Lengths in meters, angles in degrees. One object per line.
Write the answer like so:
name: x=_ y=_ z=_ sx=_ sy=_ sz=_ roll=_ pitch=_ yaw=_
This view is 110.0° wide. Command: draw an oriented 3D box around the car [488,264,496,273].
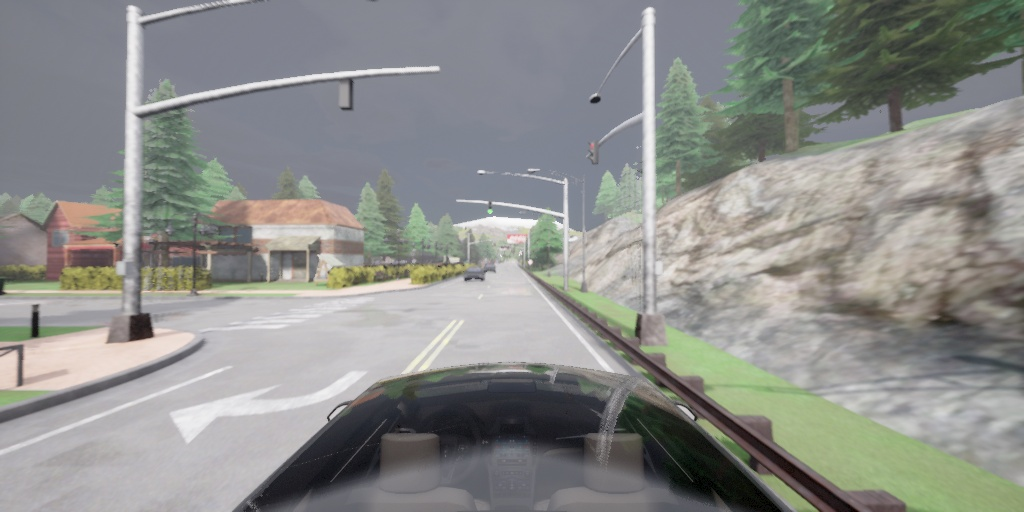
car: x=-3.517 y=2.044 z=58.211 sx=2.033 sy=1.411 sz=5.357 roll=0 pitch=-1 yaw=0

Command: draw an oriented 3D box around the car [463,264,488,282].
car: x=-3.611 y=1.733 z=34.718 sx=2.033 sy=1.411 sz=5.357 roll=0 pitch=-1 yaw=-3
